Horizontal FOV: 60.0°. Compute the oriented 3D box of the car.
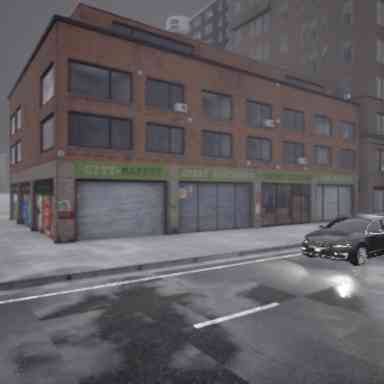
[{"bbox_3d":[5.954,1.595,11.930,4.892,1.490,1.837,1,0,-36],"label":"car"}]
